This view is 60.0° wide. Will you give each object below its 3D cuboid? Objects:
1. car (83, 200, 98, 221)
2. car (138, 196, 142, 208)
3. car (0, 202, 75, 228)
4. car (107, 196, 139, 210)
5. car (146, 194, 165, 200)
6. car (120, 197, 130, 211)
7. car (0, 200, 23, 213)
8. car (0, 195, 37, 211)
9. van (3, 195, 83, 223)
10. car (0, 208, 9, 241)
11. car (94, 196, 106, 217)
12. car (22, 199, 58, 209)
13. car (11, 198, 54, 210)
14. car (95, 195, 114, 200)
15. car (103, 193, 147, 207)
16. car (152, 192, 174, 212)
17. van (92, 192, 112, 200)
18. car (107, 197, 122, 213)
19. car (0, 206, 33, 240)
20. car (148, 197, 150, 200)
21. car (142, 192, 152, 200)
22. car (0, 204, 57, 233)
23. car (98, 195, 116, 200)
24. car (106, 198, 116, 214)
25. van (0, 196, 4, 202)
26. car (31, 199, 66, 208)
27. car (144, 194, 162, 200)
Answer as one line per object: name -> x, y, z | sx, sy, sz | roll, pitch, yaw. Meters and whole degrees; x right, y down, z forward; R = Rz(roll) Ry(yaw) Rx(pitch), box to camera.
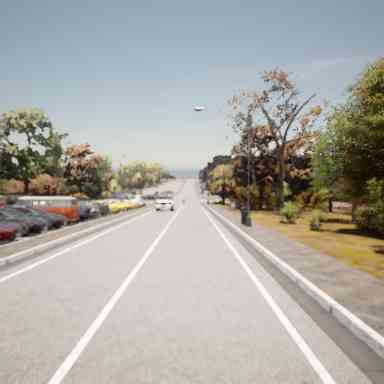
car -> -10.282, 1.585, 26.186 | 4.792, 1.488, 2.163 | 0, 0, 0
car -> -10.406, 1.738, 48.384 | 5.366, 1.575, 1.946 | 0, -1, 0
car -> -10.232, 1.572, 20.633 | 4.792, 1.488, 2.163 | 0, 0, 0
car -> -10.043, 1.677, 42.831 | 5.366, 1.575, 1.946 | 0, -1, 0
car -> -10.404, 1.399, 94.877 | 5.008, 1.535, 2.097 | 0, 0, 0
car -> -10.052, 1.616, 37.158 | 5.366, 1.575, 1.946 | 0, -1, 0
car -> -23.284, 1.677, 40.113 | 4.792, 1.488, 2.163 | 0, -1, 0
car -> -23.337, 1.427, 42.885 | 5.566, 2.045, 2.435 | 0, -1, 0
van -> -10.374, 1.323, 23.410 | 4.442, 1.987, 1.878 | 0, 0, 0
car -> -10.088, 1.519, 12.304 | 5.366, 1.575, 1.946 | 0, 0, 0
car -> -10.280, 1.439, 28.959 | 4.553, 1.767, 2.185 | 0, 0, 0
car -> -23.293, 1.810, 51.191 | 4.674, 1.452, 2.002 | 0, -1, 0
car -> -23.115, 1.736, 48.421 | 5.366, 1.575, 1.946 | 0, -1, 0
car -> -23.505, 1.424, 89.148 | 4.674, 1.452, 2.002 | 0, 0, 0
car -> -10.245, 1.520, 51.162 | 5.566, 2.045, 2.435 | 0, -1, 0
car -> -3.409, 1.373, 42.141 | 2.150, 2.045, 5.566 | 0, -1, 0
van -> -23.382, 1.151, 86.475 | 4.442, 1.987, 1.878 | 1, 0, 0
car -> -10.426, 1.593, 34.506 | 5.366, 1.575, 1.946 | 0, -1, 0
car -> -10.240, 1.559, 15.081 | 4.792, 1.488, 2.163 | 0, 0, 0
car -> -10.179, 1.863, 56.711 | 4.792, 1.488, 2.163 | 0, -1, 0
car -> -10.399, 1.407, 86.528 | 4.792, 1.488, 2.163 | 0, 0, 0
car -> -10.236, 1.565, 17.857 | 4.792, 1.488, 2.163 | 0, 0, 0
car -> -23.498, 1.434, 91.933 | 4.674, 1.452, 2.002 | 0, 0, 0
car -> -10.239, 1.578, 31.738 | 4.892, 1.521, 2.231 | 0, -1, 0
van -> -23.433, 1.392, 37.221 | 4.442, 1.987, 1.878 | 0, -1, 0
car -> -23.263, 1.830, 53.961 | 4.792, 1.488, 2.163 | 0, -1, 0
car -> -10.451, 1.417, 89.312 | 4.792, 1.488, 2.163 | 0, 0, 0
